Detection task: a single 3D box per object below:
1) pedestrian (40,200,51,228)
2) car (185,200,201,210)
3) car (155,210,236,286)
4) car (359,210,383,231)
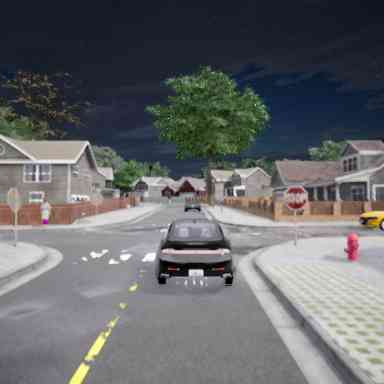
[{"bbox_3d":[-9.672,1.400,21.886,0.375,1.860,0.375,0,-1,1],"label":"pedestrian"},{"bbox_3d":[0.095,1.667,42.254,1.994,1.385,4.181,0,0,0],"label":"car"},{"bbox_3d":[0.074,1.490,9.419,2.128,1.511,4.902,0,0,0],"label":"car"},{"bbox_3d":[12.057,1.355,18.686,5.008,1.535,1.882,-1,-2,1],"label":"car"}]
